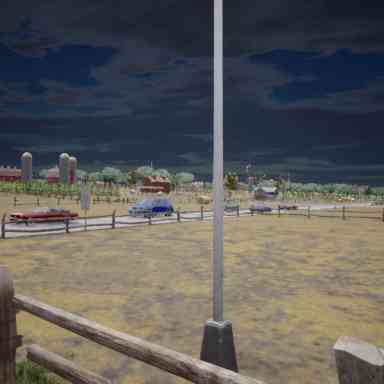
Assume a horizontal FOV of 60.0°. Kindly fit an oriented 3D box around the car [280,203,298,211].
[{"bbox_3d":[17.539,2.673,59.910,1.895,1.301,4.718,2,0,36],"label":"car"}]

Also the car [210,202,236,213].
[{"bbox_3d":[4.493,2.160,46.814,1.837,1.490,4.892,2,0,36],"label":"car"}]

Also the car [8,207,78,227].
[{"bbox_3d":[-11.154,1.800,25.199,1.895,1.301,4.718,2,0,36],"label":"car"}]

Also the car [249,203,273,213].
[{"bbox_3d":[10.539,2.400,50.222,2.033,1.411,5.357,2,0,36],"label":"car"}]

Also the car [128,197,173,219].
[{"bbox_3d":[-4.212,1.614,34.803,2.150,2.045,5.566,2,1,33],"label":"car"}]
